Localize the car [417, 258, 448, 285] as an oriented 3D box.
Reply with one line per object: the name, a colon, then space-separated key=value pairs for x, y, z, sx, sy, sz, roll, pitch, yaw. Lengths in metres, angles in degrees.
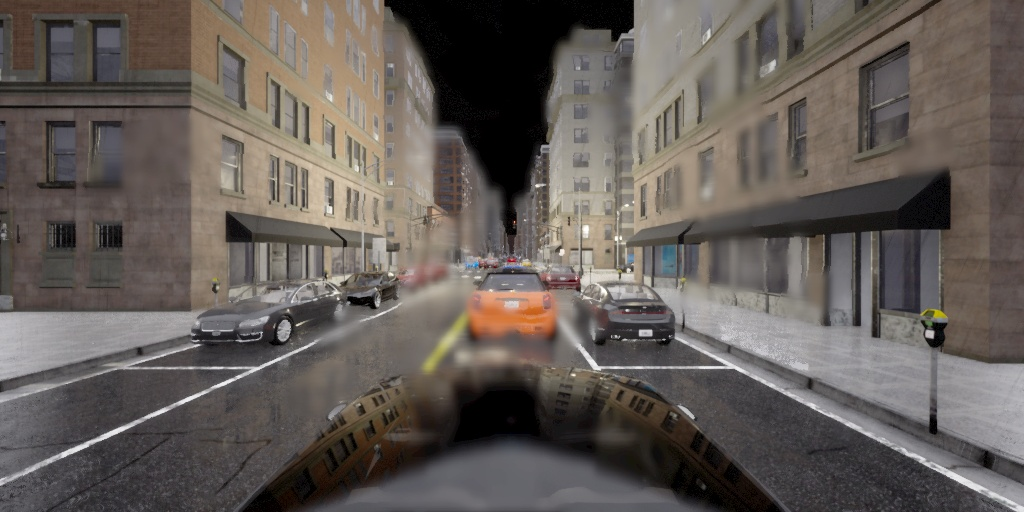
car: x=-5.873 y=1.061 z=25.870 sx=2.192 sy=1.841 sz=5.009 roll=0 pitch=0 yaw=0

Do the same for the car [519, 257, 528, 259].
car: x=2.626 y=1.260 z=64.209 sx=1.751 sy=1.417 sz=4.829 roll=0 pitch=0 yaw=0

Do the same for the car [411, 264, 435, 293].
car: x=-5.869 y=1.330 z=20.347 sx=1.802 sy=1.307 sz=4.207 roll=0 pitch=0 yaw=0

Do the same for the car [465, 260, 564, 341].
car: x=0.014 y=1.101 z=9.987 sx=2.097 sy=1.767 sz=4.553 roll=0 pitch=0 yaw=0

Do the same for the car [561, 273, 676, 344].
car: x=2.665 y=1.300 z=9.328 sx=2.007 sy=1.370 sz=4.403 roll=0 pitch=0 yaw=0

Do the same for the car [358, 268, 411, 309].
car: x=-5.865 y=1.314 z=14.823 sx=1.948 sy=1.339 sz=4.313 roll=0 pitch=0 yaw=0

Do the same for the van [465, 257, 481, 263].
van: x=-5.892 y=1.079 z=52.818 sx=1.690 sy=1.789 sz=3.998 roll=0 pitch=0 yaw=0

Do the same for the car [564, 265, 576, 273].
car: x=2.657 y=1.187 z=20.378 sx=1.967 sy=1.591 sz=4.097 roll=0 pitch=0 yaw=0

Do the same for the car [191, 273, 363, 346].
car: x=-5.861 y=1.300 z=9.299 sx=2.007 sy=1.370 sz=4.403 roll=0 pitch=0 yaw=0

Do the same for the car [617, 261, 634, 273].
car: x=14.539 y=1.238 z=41.011 sx=4.892 sy=1.490 sz=1.837 roll=0 pitch=0 yaw=1

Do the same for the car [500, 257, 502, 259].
car: x=-3.109 y=1.261 z=62.745 sx=1.812 sy=1.442 sz=4.674 roll=0 pitch=0 yaw=0

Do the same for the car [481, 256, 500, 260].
car: x=-3.121 y=1.216 z=53.402 sx=1.882 sy=1.535 sz=5.008 roll=0 pitch=0 yaw=0
